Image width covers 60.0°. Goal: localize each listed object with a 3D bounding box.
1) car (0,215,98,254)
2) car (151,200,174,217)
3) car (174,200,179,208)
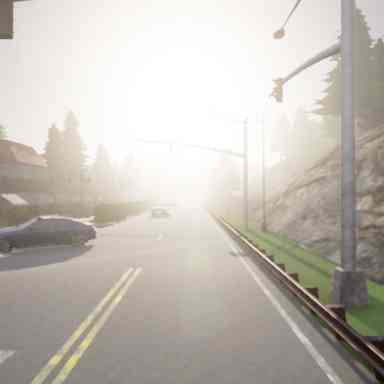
[{"bbox_3d":[-6.637,1.813,14.891,4.674,1.442,1.812,0,2,-31],"label":"car"},{"bbox_3d":[-3.466,1.941,37.176,2.128,1.511,4.902,0,-1,0],"label":"car"},{"bbox_3d":[-3.443,2.252,61.909,1.994,1.385,4.181,0,-1,0],"label":"car"}]
